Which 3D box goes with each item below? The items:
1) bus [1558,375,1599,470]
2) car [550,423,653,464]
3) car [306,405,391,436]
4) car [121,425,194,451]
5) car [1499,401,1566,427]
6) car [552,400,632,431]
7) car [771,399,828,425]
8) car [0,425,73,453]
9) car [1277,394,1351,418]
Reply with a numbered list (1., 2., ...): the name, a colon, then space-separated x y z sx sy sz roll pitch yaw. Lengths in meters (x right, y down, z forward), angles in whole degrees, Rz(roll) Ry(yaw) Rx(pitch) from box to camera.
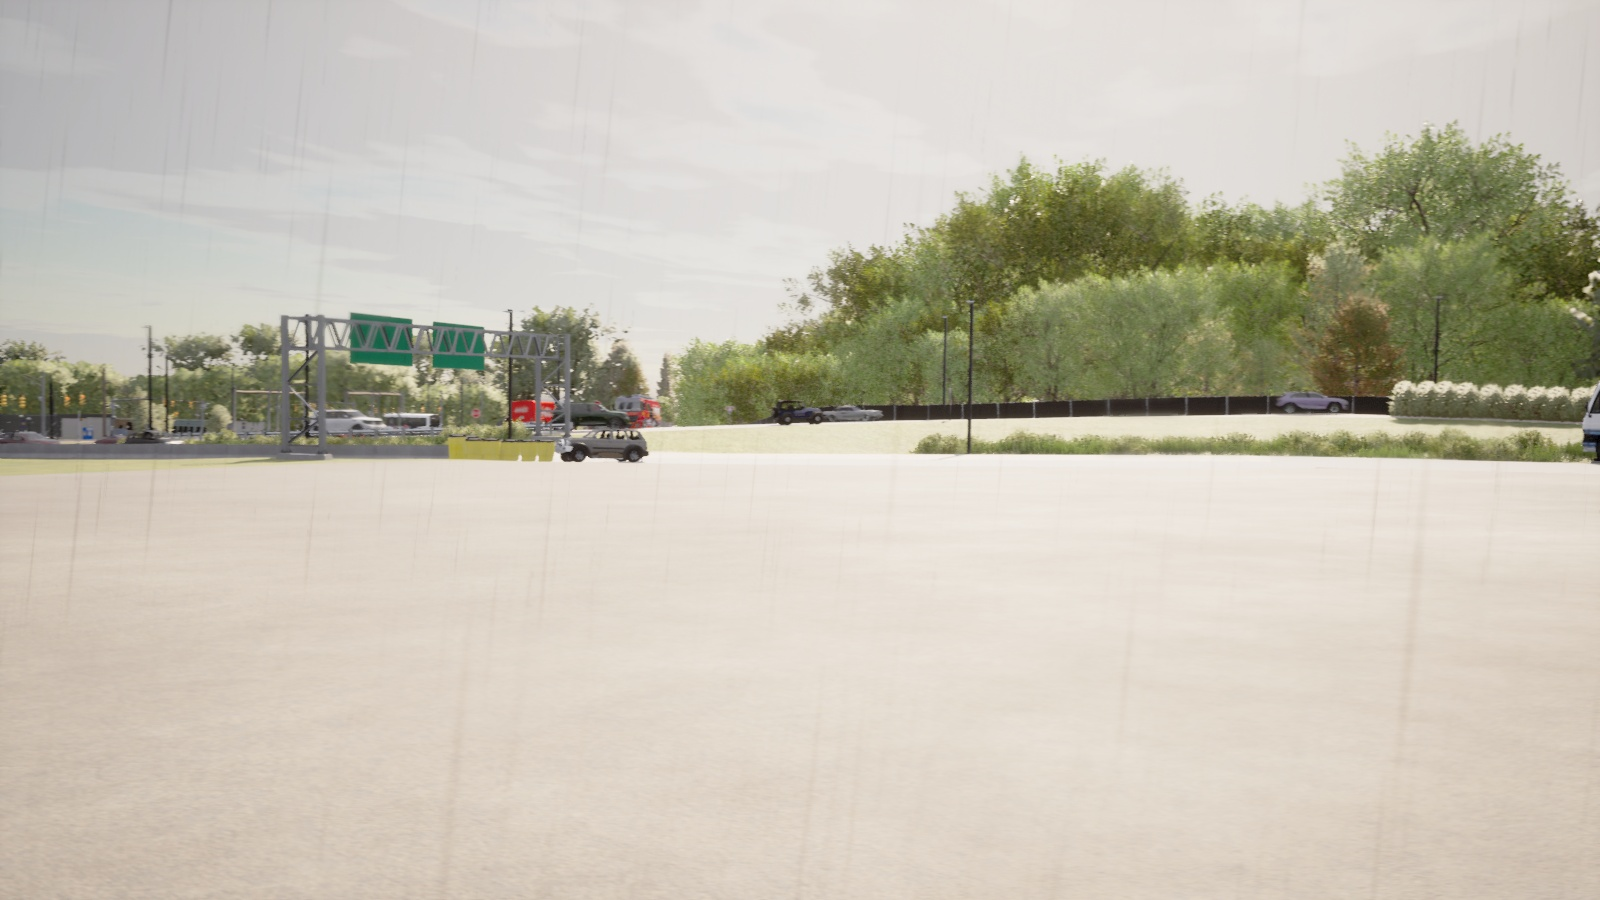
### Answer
1. bus: 39.319 -1.081 54.428 3.944 4.253 10.273 0 2 -32
2. car: -9.870 -0.307 62.591 4.605 1.855 1.932 2 0 -28
3. car: -32.487 -2.141 90.412 5.566 2.045 2.150 -1 1 18
4. car: -40.513 -0.775 79.215 3.988 1.617 1.851 1 2 20
5. car: 48.991 -2.419 84.028 3.705 1.549 1.789 4 3 30
6. car: -14.934 -2.499 90.277 5.566 2.045 2.150 -1 2 -11
7. car: -0.043 -2.843 94.227 3.866 1.878 1.905 -2 2 -14
8. car: -48.039 -0.724 78.242 4.856 1.649 2.033 1 2 20
9. car: 36.678 -3.109 89.604 4.856 1.649 2.033 0 2 23
